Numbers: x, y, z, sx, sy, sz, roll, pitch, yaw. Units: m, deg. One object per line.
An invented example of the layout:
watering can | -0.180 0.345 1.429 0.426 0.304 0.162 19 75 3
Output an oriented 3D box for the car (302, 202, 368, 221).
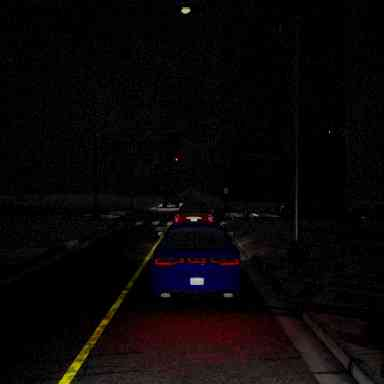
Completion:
car | 12.129 1.774 28.380 4.313 1.339 1.947 1 -1 0

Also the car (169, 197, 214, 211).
car | 0.116 1.352 17.693 2.097 1.767 4.553 0 0 1

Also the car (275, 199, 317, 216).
car | 10.945 1.539 34.228 4.553 1.767 2.097 1 0 0

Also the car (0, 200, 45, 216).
car | -14.780 1.367 28.278 4.403 1.369 2.008 1 -1 0

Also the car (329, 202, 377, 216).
car | 17.778 1.842 36.905 4.403 1.369 2.008 1 -1 0

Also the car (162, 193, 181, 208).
car | -3.104 1.222 49.335 2.150 2.045 5.566 0 0 0

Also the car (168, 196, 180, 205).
car | -3.092 1.526 59.166 1.812 1.442 4.674 0 0 1

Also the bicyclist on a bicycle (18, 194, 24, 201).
bicyclist on a bicycle | -20.506 1.030 39.762 0.582 1.620 1.656 1 0 0

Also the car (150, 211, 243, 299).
car | 0.099 1.477 8.539 1.882 1.535 5.008 0 0 0

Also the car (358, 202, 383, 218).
car | 19.911 1.852 34.233 4.674 1.442 1.812 1 0 0

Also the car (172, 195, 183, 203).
car | -3.024 1.493 69.485 2.128 1.511 4.902 0 0 0

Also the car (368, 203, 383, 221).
car | 17.942 1.824 28.381 4.829 1.417 1.752 1 -1 0
